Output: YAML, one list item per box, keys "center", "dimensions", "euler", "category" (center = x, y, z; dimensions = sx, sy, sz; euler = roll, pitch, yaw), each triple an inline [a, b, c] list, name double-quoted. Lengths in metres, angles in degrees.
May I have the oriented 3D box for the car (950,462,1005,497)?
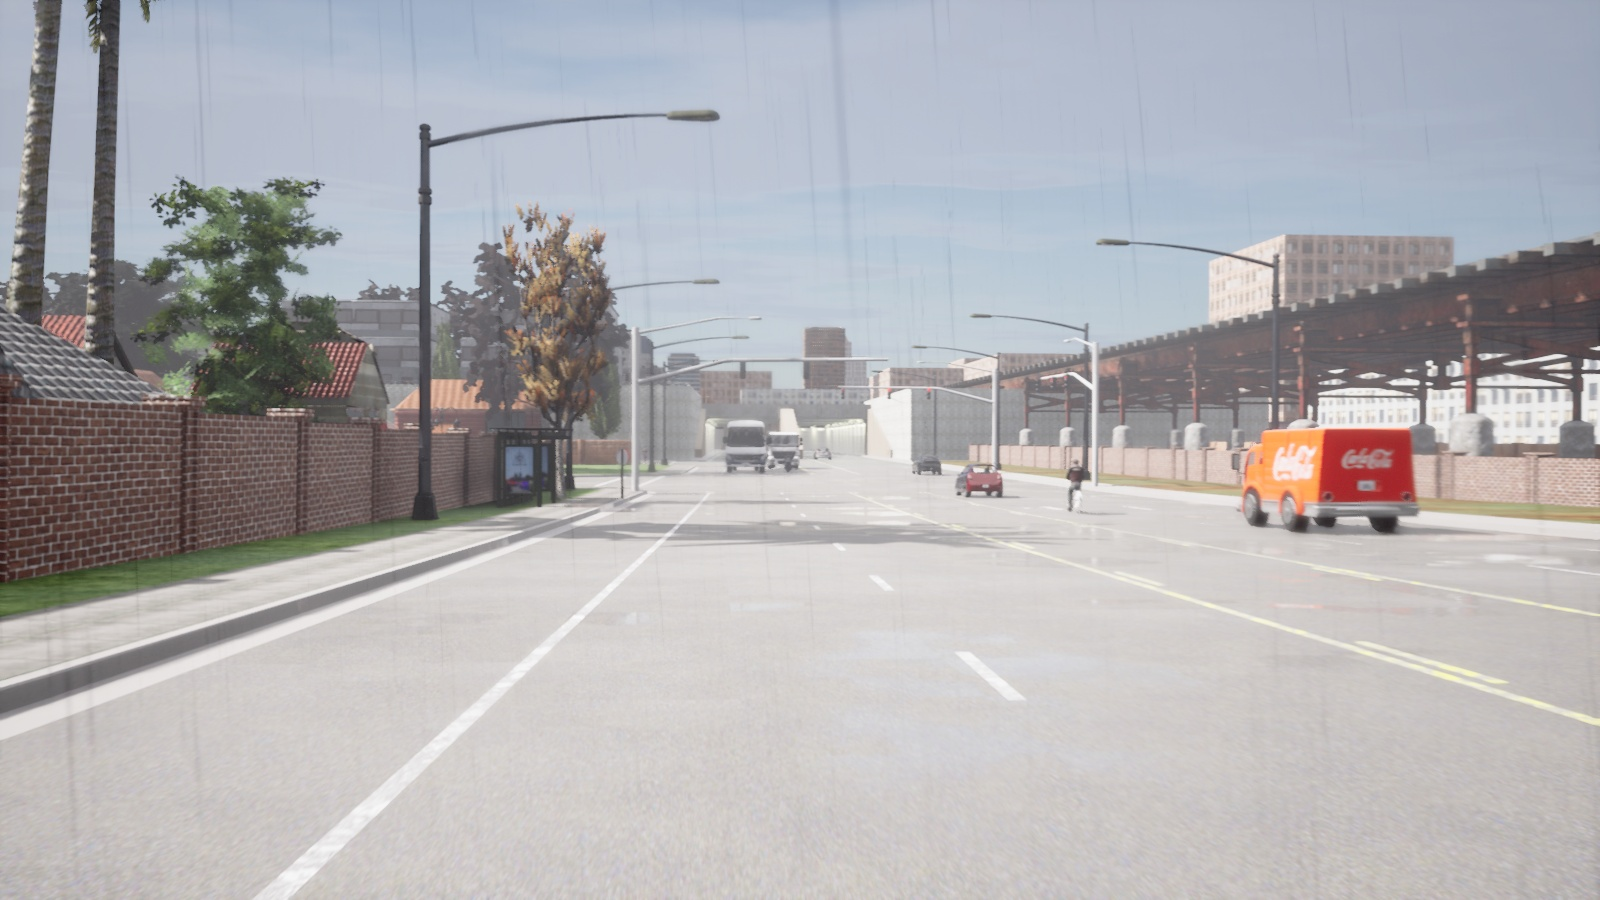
- center: [7.991, 1.324, 56.733]
  dimensions: [1.845, 1.501, 3.633]
  euler: [0, 0, -2]
  category: "car"

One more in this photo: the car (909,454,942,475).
- center: [9.674, 1.089, 97.105]
  dimensions: [1.837, 1.490, 4.892]
  euler: [0, 0, -3]
  category: "car"

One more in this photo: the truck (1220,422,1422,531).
- center: [12.673, 0.630, 31.044]
  dimensions: [2.627, 2.467, 5.204]
  euler: [0, -1, -3]
  category: "truck"
